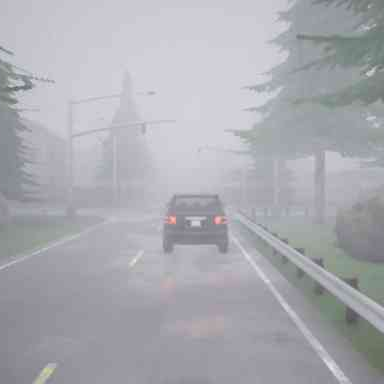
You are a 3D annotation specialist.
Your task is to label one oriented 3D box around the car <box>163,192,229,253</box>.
[{"bbox_3d":[0.129,0.989,12.717,2.150,2.045,5.566,0,1,0],"label":"car"}]
